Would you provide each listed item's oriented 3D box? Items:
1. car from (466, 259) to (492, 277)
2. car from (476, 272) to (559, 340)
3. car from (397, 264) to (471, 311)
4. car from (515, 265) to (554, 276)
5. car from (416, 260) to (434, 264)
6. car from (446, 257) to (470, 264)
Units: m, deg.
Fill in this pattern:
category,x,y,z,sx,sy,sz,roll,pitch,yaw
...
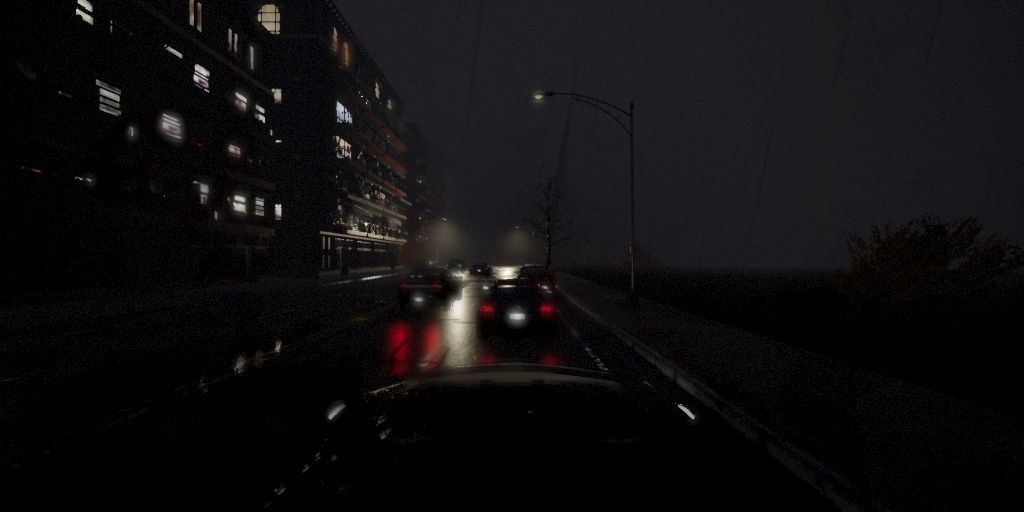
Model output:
category,x,y,z,sx,sy,sz,roll,pitch,yaw
car,-3.098,1.317,35.819,1.994,1.385,4.181,0,0,0
car,0.114,1.315,9.976,1.994,1.385,4.181,0,0,0
car,-3.131,1.243,14.489,2.128,1.511,4.902,0,0,0
car,1.163,1.230,18.896,1.882,1.535,5.008,0,0,0
car,-9.792,1.243,40.084,2.128,1.511,4.902,0,0,0
car,-6.538,1.103,42.115,2.097,1.767,4.553,0,0,0
